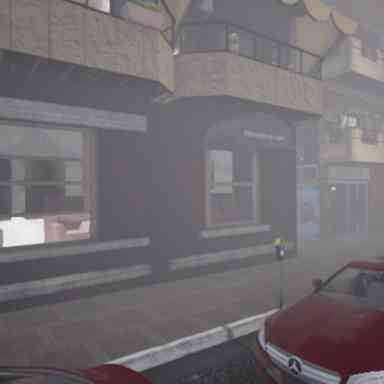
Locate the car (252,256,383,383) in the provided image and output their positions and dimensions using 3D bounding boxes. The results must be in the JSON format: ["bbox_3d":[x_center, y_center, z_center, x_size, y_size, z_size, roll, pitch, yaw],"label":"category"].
[{"bbox_3d":[2.652,1.575,4.368,4.206,1.307,1.802,0,-1,-36],"label":"car"}]

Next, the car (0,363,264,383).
[{"bbox_3d":[-1.892,1.583,1.090,4.206,1.307,1.802,0,-1,-36],"label":"car"}]
